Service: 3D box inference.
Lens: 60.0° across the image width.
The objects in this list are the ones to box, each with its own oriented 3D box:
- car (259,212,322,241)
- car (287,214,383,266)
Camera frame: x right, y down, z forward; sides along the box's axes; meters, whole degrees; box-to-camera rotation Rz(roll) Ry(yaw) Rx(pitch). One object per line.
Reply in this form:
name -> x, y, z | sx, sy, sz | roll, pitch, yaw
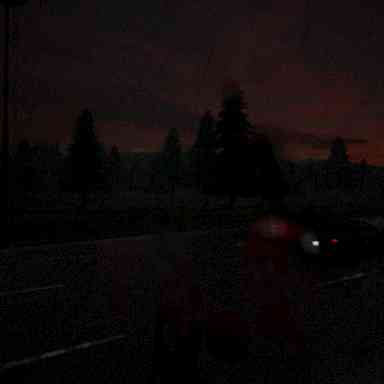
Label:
car -> 5.702, 1.691, 16.414 | 5.357, 1.411, 2.033 | 1, 0, -35
car -> 5.705, 1.682, 12.120 | 4.181, 1.385, 1.994 | 1, 0, -35
